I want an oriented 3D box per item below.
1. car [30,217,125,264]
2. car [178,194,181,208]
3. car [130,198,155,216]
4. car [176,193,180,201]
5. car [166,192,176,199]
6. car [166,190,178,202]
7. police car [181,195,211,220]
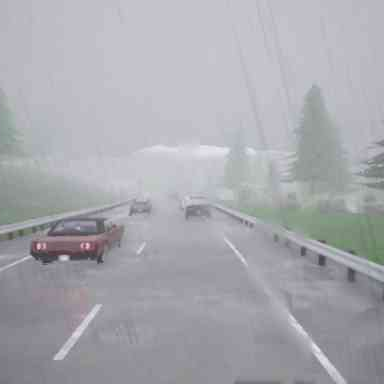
[{"bbox_3d":[-3.565,1.503,11.360,1.895,1.301,4.718,0,0,-1],"label":"car"},{"bbox_3d":[-0.265,1.215,35.919,1.812,1.442,4.674,0,0,-4],"label":"car"},{"bbox_3d":[-4.312,1.240,29.150,2.128,1.511,4.902,0,0,-3],"label":"car"},{"bbox_3d":[-0.740,1.142,41.976,1.837,1.490,4.892,0,0,-5],"label":"car"},{"bbox_3d":[-4.722,0.721,73.463,2.033,1.411,5.357,0,0,-5],"label":"car"},{"bbox_3d":[-3.355,0.714,58.788,2.150,2.045,5.566,0,0,-5],"label":"car"},{"bbox_3d":[0.358,1.201,25.922,1.930,1.638,5.238,0,0,-3],"label":"police car"}]
